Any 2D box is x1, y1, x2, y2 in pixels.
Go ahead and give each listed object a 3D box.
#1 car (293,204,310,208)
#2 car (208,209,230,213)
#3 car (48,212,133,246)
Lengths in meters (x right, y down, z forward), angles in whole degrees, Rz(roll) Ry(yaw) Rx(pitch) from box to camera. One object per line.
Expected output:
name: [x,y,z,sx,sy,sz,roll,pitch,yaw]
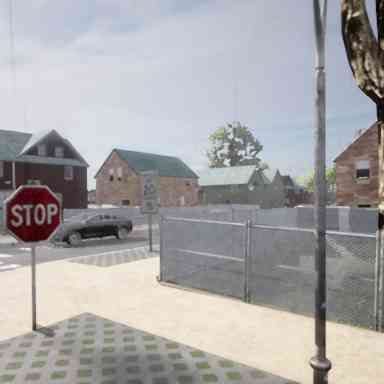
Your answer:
car: [14.862,2.457,45.157,2.097,1.767,4.553,-2,-2,36]
car: [2.048,2.121,27.245,1.812,1.442,4.674,-2,-2,35]
car: [-5.231,1.792,17.060,2.128,1.511,4.902,-2,-3,37]
